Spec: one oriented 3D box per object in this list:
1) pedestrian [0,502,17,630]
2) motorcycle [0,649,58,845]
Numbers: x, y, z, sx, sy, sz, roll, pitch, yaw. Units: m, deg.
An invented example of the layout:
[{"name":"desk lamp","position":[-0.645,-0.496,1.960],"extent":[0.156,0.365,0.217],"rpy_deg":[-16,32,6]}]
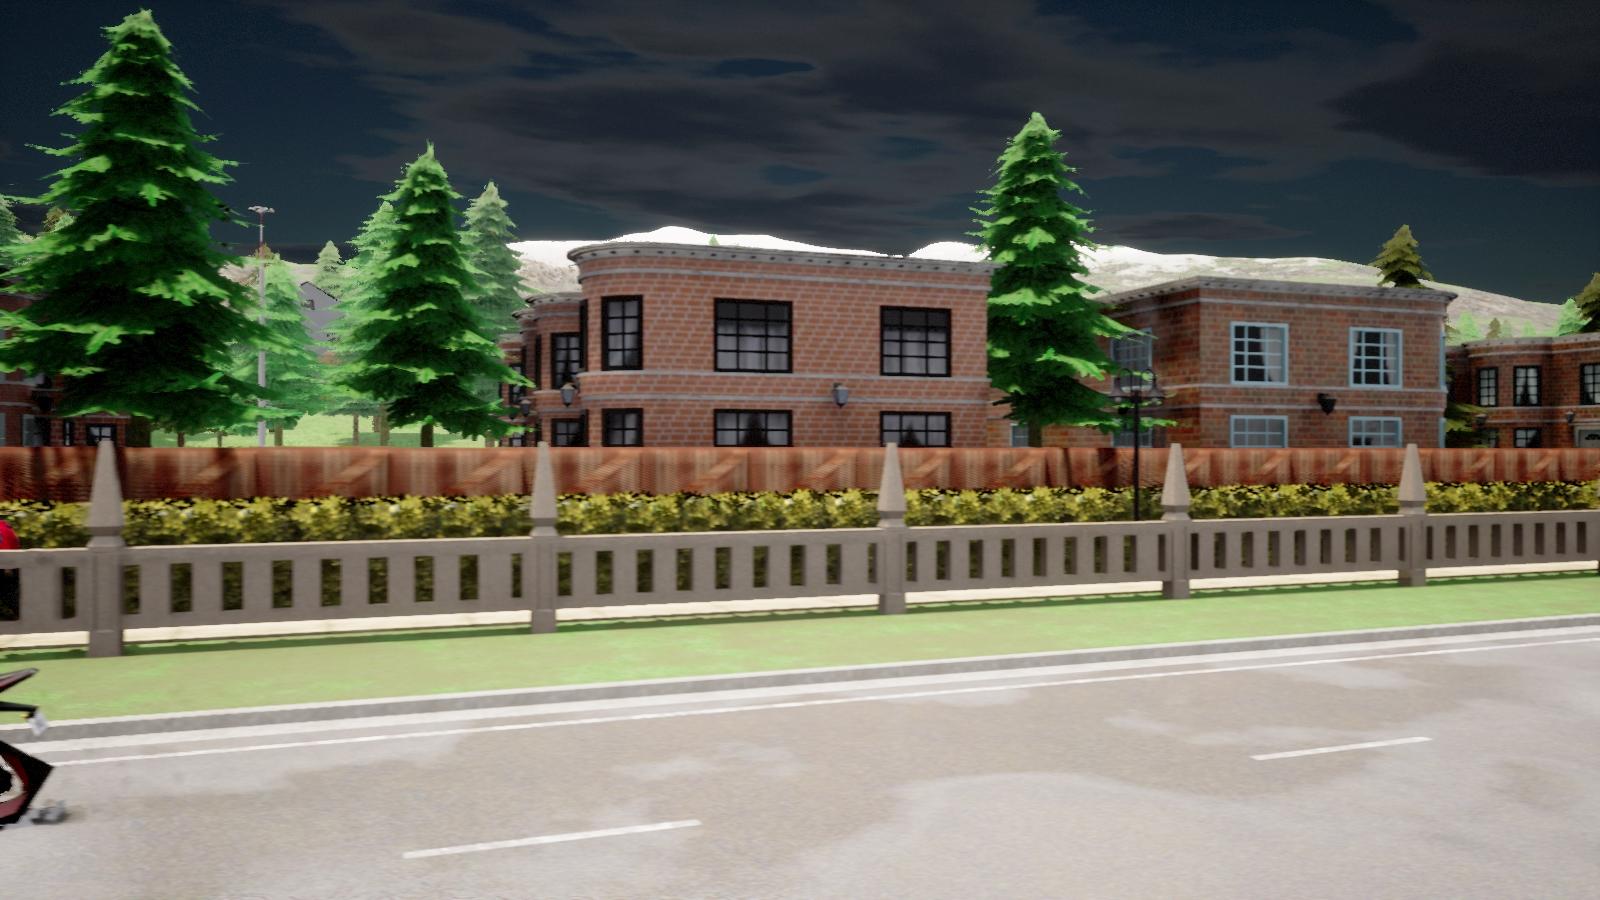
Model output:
[{"name":"pedestrian","position":[-11.832,1.701,16.863],"extent":[0.375,1.860,0.375],"rpy_deg":[0,0,-20]},{"name":"motorcycle","position":[-6.780,2.205,8.281],"extent":[2.209,1.251,0.867],"rpy_deg":[0,0,-20]}]
